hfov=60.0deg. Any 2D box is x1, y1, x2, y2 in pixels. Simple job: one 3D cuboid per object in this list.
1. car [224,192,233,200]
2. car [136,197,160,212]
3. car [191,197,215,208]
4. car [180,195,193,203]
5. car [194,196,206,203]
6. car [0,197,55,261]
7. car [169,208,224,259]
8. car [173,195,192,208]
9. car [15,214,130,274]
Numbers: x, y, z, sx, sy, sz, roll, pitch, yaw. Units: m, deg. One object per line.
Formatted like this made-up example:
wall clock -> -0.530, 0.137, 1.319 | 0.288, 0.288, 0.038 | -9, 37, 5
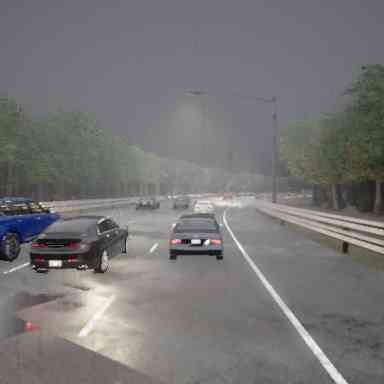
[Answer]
car -> 10.402, 1.138, 94.802 | 2.150, 2.045, 5.566 | 0, 0, 13
car -> -5.127, 1.335, 39.429 | 2.097, 1.767, 4.553 | 0, 0, 5
car -> 1.155, 1.526, 31.067 | 1.812, 1.442, 4.674 | 0, 0, 4
car -> -1.146, 1.452, 71.761 | 1.837, 1.490, 4.892 | 0, 0, 9
car -> 1.734, 1.585, 67.789 | 1.895, 1.301, 4.718 | 0, 0, 9
car -> -6.802, 1.203, 12.349 | 2.150, 2.045, 5.566 | 0, 0, 2
car -> 0.198, 1.547, 12.562 | 2.033, 1.411, 5.357 | 0, 0, 2
car -> -1.255, 1.485, 43.288 | 2.128, 1.511, 4.902 | 0, 0, 6
car -> -3.278, 1.498, 10.569 | 1.837, 1.490, 4.892 | 0, 0, 2
